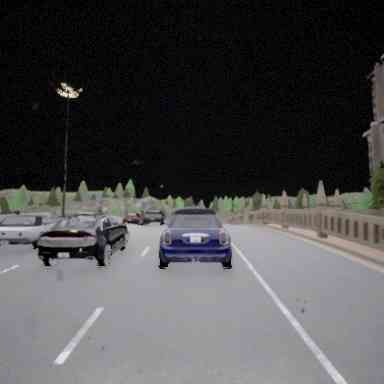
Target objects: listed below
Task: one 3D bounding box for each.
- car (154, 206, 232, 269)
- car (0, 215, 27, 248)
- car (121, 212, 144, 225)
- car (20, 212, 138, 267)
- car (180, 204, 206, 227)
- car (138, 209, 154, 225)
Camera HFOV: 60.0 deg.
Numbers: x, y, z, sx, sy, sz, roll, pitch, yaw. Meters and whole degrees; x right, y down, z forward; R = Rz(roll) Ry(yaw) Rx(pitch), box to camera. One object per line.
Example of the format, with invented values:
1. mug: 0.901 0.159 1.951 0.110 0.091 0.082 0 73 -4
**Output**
1. car: 0.097 1.338 11.260 2.097 1.767 4.553 0 0 0
2. car: -6.904 1.628 14.500 1.895 1.301 4.718 0 -1 0
3. car: -6.912 3.138 39.018 1.812 1.442 4.674 0 -6 0
4. car: -3.403 1.478 11.239 2.128 1.511 4.902 0 0 0
5. car: 0.092 2.024 28.666 2.097 1.767 4.553 0 -4 0
6. car: -3.409 2.358 31.177 2.128 1.511 4.902 0 -5 0
